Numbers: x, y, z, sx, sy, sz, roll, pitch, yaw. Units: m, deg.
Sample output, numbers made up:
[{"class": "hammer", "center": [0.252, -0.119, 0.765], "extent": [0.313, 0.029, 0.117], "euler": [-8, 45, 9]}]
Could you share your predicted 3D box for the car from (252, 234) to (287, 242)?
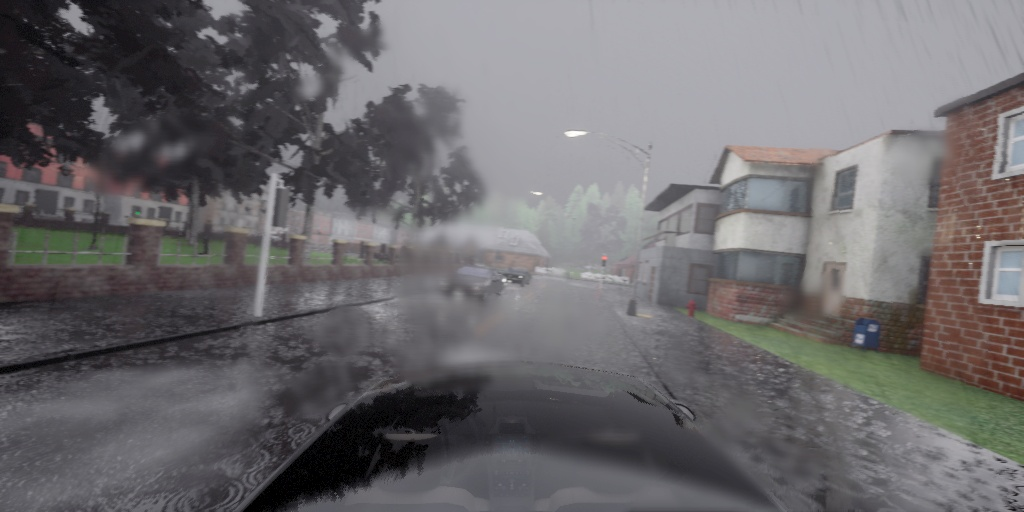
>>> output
[{"class": "car", "center": [-33.071, -2.287, 48.979], "extent": [4.674, 1.442, 1.812], "euler": [6, 0, 10]}]

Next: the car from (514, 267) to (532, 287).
[{"class": "car", "center": [0.281, 1.479, 26.696], "extent": [1.895, 1.301, 4.718], "euler": [6, 0, 11]}]

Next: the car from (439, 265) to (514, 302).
[{"class": "car", "center": [-1.562, 1.178, 16.652], "extent": [2.033, 1.411, 5.357], "euler": [6, 0, 10]}]
